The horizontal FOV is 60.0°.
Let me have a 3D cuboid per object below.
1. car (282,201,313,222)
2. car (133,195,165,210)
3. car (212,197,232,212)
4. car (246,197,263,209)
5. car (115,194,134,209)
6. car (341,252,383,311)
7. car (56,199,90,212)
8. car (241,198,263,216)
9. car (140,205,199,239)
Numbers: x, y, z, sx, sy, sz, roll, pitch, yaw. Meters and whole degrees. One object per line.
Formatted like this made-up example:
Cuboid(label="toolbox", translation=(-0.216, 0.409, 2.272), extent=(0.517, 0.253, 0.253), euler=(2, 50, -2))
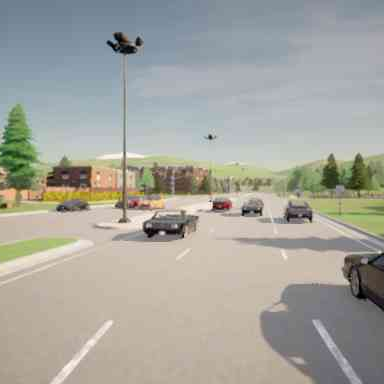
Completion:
Cuboid(label="car", translation=(8.048, 1.412, 25.542), extent=(2.128, 1.511, 4.902), euler=(0, 0, 12))
Cuboid(label="car", translation=(-4.695, 1.196, 38.709), extent=(2.097, 1.767, 4.553), euler=(0, 0, 12))
Cuboid(label="car", translation=(3.469, 1.343, 37.701), extent=(1.882, 1.535, 5.008), euler=(0, 0, 12))
Cuboid(label="car", translation=(8.139, 1.419, 43.038), extent=(1.994, 1.385, 4.181), euler=(0, 0, 12))
Cuboid(label="car", translation=(-7.773, 1.181, 41.045), extent=(2.097, 1.767, 4.553), euler=(0, 0, 12))
Cuboid(label="car", translation=(4.093, 1.536, 5.213), extent=(2.033, 1.411, 5.357), euler=(0, 0, 7))
Cuboid(label="car", translation=(-12.574, 1.405, 35.334), extent=(1.994, 1.385, 4.181), euler=(0, 0, 12))
Cuboid(label="car", translation=(5.715, 1.494, 31.435), extent=(1.895, 1.301, 4.718), euler=(0, 0, 12))
Cuboid(label="car", translation=(-0.888, 1.535, 17.003), extent=(1.895, 1.301, 4.718), euler=(0, 0, 11))
